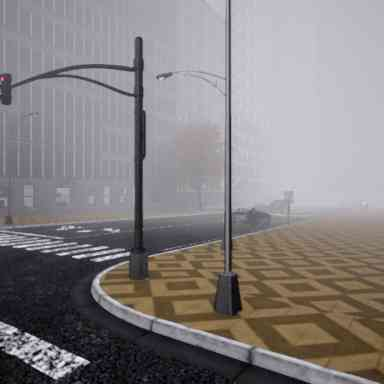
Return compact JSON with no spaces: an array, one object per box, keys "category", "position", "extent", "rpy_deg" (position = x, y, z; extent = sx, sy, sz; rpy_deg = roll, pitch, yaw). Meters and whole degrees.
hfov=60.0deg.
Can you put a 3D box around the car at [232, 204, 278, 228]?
[{"category":"car","position":[4.721,1.963,26.358],"extent":[2.128,1.511,4.902],"rpy_deg":[0,-1,33]}]

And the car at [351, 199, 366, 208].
[{"category":"car","position":[42.248,3.151,84.375],"extent":[1.882,1.535,5.008],"rpy_deg":[0,-1,33]}]

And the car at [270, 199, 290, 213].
[{"category":"car","position":[13.745,2.163,52.277],"extent":[2.150,2.045,5.566],"rpy_deg":[0,-1,33]}]

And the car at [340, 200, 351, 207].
[{"category":"car","position":[39.518,3.210,86.140],"extent":[2.033,1.411,5.357],"rpy_deg":[0,-1,33]}]
